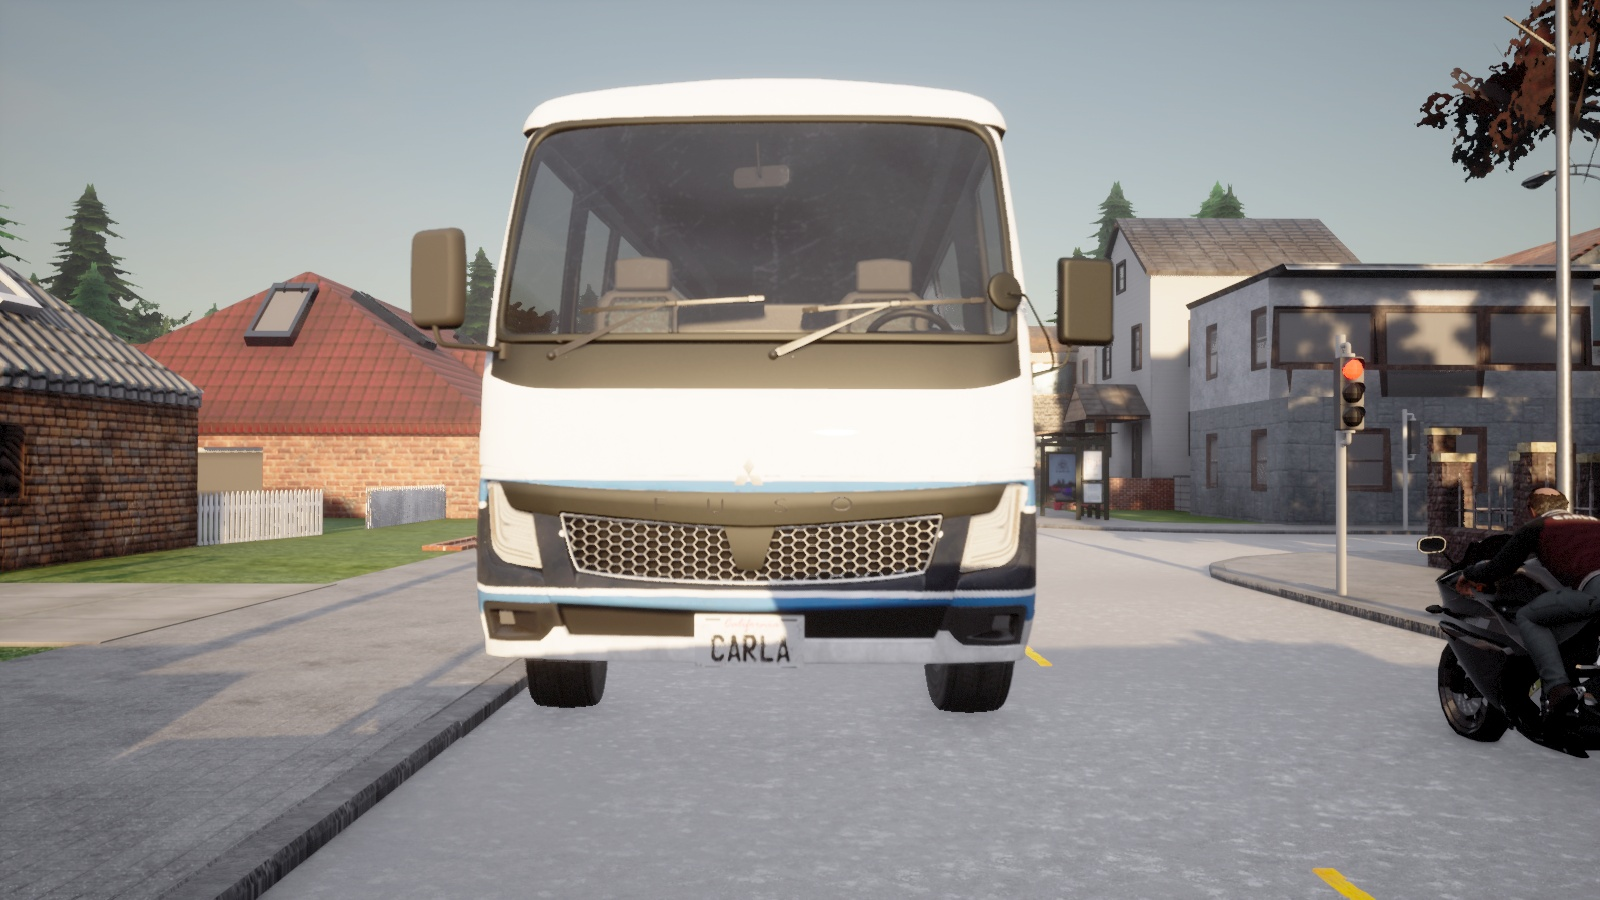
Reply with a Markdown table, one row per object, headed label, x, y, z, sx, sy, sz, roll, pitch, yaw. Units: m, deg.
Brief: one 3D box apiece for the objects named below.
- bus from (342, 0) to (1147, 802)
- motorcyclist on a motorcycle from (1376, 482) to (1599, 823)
| label | x | y | z | sx | sy | sz | roll | pitch | yaw |
| --- | --- | --- | --- | --- | --- | --- | --- | --- | --- |
| bus | -0.098 | -0.373 | 11.290 | 3.944 | 4.253 | 10.273 | 0 | -1 | 2 |
| motorcyclist on a motorcycle | 4.037 | 0.946 | 6.681 | 0.866 | 1.530 | 2.191 | 0 | -1 | -2 |
